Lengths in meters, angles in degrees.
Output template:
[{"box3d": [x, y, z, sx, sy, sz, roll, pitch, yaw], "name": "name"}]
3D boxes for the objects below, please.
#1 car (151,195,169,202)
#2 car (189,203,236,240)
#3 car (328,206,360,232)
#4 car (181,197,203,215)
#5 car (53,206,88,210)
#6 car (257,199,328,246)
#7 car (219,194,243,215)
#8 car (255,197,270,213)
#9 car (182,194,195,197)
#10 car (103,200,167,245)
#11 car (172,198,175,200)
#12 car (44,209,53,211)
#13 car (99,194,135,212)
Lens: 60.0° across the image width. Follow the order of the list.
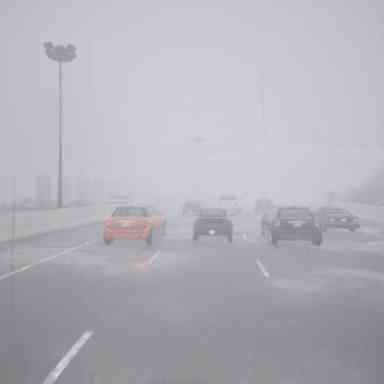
[{"box3d": [-7.609, 1.461, 78.404, 2.128, 1.511, 4.902, 0, 0, 23], "name": "car"}, {"box3d": [1.139, 1.526, 17.095, 1.837, 1.490, 4.892, 0, 0, 6], "name": "car"}, {"box3d": [8.552, 1.591, 20.506, 2.033, 1.411, 5.357, 0, 0, 8], "name": "car"}, {"box3d": [0.286, 1.543, 34.227, 1.837, 1.490, 4.892, 0, 0, 11], "name": "car"}, {"box3d": [-13.298, 1.557, 38.675, 2.033, 1.411, 5.357, 0, 0, 12], "name": "car"}, {"box3d": [4.520, 1.380, 15.729, 2.097, 1.767, 4.553, 0, 0, 5], "name": "car"}, {"box3d": [4.133, 1.270, 35.617, 2.150, 2.045, 5.566, 0, 0, 12], "name": "car"}, {"box3d": [8.172, 1.413, 37.423, 2.097, 1.767, 4.553, 0, 0, 13], "name": "car"}, {"box3d": [-0.786, 1.148, 76.518, 2.097, 1.767, 4.553, 0, 0, 23], "name": "car"}, {"box3d": [-2.504, 1.363, 15.767, 2.097, 1.767, 4.553, 0, 0, 5], "name": "car"}, {"box3d": [-5.374, 1.575, 74.807, 1.812, 1.442, 4.674, 0, 0, 23], "name": "car"}, {"box3d": [-17.082, 1.546, 37.697, 2.033, 1.411, 5.357, 0, 0, 12], "name": "car"}, {"box3d": [-9.139, 1.244, 41.155, 2.150, 2.045, 5.566, 0, 0, 14], "name": "car"}]
